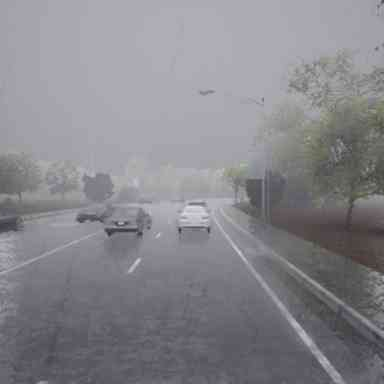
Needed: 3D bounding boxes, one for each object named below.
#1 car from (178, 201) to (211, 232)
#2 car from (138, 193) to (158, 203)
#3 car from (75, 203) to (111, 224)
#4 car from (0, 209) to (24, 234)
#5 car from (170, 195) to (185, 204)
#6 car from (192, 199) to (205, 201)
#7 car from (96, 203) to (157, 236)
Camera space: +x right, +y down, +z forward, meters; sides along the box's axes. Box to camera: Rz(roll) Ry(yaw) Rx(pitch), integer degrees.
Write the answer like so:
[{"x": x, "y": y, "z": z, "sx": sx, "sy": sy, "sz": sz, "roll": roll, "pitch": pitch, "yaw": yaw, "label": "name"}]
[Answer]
[{"x": 0.148, "y": 1.525, "z": 20.028, "sx": 1.812, "sy": 1.442, "sz": 4.674, "roll": 0, "pitch": 0, "yaw": 1, "label": "car"}, {"x": -7.690, "y": 1.203, "z": 58.805, "sx": 2.150, "sy": 2.045, "sz": 5.566, "roll": 0, "pitch": 0, "yaw": 10, "label": "car"}, {"x": -6.979, "y": 1.546, "z": 25.048, "sx": 2.033, "sy": 1.411, "sz": 5.357, "roll": 0, "pitch": 0, "yaw": 1, "label": "car"}, {"x": -10.559, "y": 1.563, "z": 17.232, "sx": 1.994, "sy": 1.385, "sz": 4.181, "roll": 0, "pitch": 0, "yaw": 0, "label": "car"}, {"x": -2.862, "y": 1.346, "z": 65.127, "sx": 2.097, "sy": 1.767, "sz": 4.553, "roll": 0, "pitch": 0, "yaw": 12, "label": "car"}, {"x": 0.725, "y": 1.477, "z": 37.808, "sx": 1.882, "sy": 1.535, "sz": 5.008, "roll": 0, "pitch": 0, "yaw": 3, "label": "car"}, {"x": -3.372, "y": 1.546, "z": 18.386, "sx": 2.033, "sy": 1.411, "sz": 5.357, "roll": 0, "pitch": 0, "yaw": 0, "label": "car"}]
